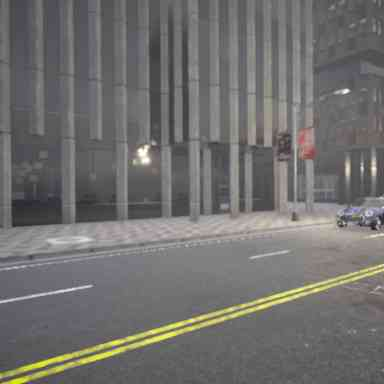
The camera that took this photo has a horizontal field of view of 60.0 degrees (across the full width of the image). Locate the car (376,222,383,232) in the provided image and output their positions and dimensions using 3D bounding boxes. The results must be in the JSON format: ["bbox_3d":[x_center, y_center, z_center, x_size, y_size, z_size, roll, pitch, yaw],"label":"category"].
[{"bbox_3d":[6.645,1.456,8.185,4.181,1.385,1.994,-1,0,-36],"label":"car"}]

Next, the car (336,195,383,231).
[{"bbox_3d":[10.155,1.065,18.801,4.553,1.767,2.097,-1,0,-36],"label":"car"}]
